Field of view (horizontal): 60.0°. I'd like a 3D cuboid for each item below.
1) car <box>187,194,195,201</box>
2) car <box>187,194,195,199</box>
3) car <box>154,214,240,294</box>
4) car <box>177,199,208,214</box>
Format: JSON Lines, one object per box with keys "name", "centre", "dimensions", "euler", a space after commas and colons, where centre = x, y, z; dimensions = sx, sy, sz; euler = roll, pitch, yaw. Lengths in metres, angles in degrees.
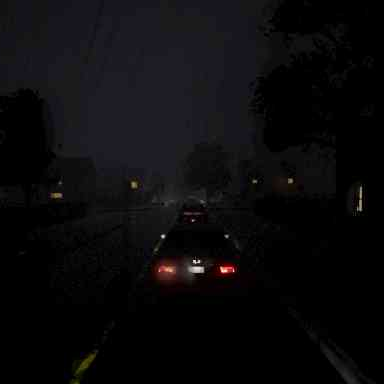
{"name": "car", "centre": [-0.179, 1.422, 90.768], "dimensions": [2.097, 1.767, 4.553], "euler": [0, 0, 0]}
{"name": "car", "centre": [-0.158, 1.728, 80.780], "dimensions": [1.895, 1.301, 4.718], "euler": [0, 0, 0]}
{"name": "car", "centre": [0.085, 1.546, 8.920], "dimensions": [2.033, 1.411, 5.357], "euler": [0, 0, 0]}
{"name": "car", "centre": [0.054, 1.494, 22.236], "dimensions": [2.128, 1.511, 4.902], "euler": [0, 0, 0]}
